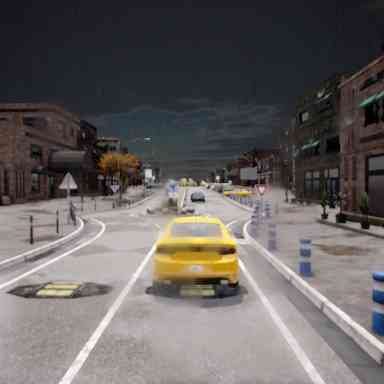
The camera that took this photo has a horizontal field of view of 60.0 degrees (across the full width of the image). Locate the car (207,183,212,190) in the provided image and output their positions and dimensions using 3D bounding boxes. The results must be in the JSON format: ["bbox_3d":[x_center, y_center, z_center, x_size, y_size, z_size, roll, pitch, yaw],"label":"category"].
[{"bbox_3d":[7.846,-1.319,92.753,5.566,2.045,2.435,0,2,-1],"label":"car"}]

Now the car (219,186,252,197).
[{"bbox_3d":[8.054,0.135,59.707,5.366,1.575,1.946,0,3,-1],"label":"car"}]

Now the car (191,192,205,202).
[{"bbox_3d":[0.847,0.678,49.758,1.994,1.385,4.181,0,3,-1],"label":"car"}]

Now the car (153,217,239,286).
[{"bbox_3d":[0.111,1.417,9.085,1.882,1.535,5.008,0,-1,1],"label":"car"}]

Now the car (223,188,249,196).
[{"bbox_3d":[8.213,0.058,62.466,4.674,1.452,2.002,0,2,-1],"label":"car"}]

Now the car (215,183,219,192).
[{"bbox_3d":[8.178,-0.463,67.960,5.566,2.045,2.435,0,2,-1],"label":"car"}]

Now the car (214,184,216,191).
[{"bbox_3d":[8.083,-0.427,73.477,5.008,1.535,2.097,0,2,-1],"label":"car"}]

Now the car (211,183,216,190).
[{"bbox_3d":[7.972,-0.815,84.494,5.008,1.535,2.097,0,2,-1],"label":"car"}]

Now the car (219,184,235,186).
[{"bbox_3d":[8.147,-0.224,65.211,4.553,1.767,2.185,0,2,-1],"label":"car"}]
